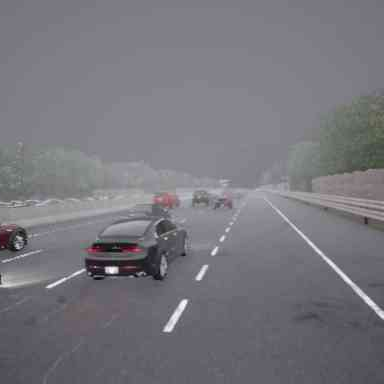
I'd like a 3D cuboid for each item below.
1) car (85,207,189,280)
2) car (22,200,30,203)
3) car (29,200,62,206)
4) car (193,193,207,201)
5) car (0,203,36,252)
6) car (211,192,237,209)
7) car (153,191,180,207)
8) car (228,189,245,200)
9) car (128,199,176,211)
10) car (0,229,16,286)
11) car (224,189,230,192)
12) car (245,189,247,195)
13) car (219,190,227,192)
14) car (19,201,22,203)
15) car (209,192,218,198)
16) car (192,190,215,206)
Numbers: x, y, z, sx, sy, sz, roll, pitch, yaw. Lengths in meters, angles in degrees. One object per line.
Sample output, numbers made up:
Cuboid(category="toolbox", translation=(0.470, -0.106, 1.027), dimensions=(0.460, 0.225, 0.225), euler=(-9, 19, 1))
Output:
Cuboid(category="car", translation=(-1.365, 1.462, 9.825), dimensions=(1.837, 1.490, 4.892), euler=(-2, 1, 10))
Cuboid(category="car", translation=(-23.087, 1.978, 46.295), dimensions=(1.837, 1.490, 4.892), euler=(-2, 0, 10))
Cuboid(category="car", translation=(-19.637, 1.832, 45.719), dimensions=(1.812, 1.442, 4.674), euler=(-2, 0, 11))
Cuboid(category="car", translation=(1.556, 0.994, 64.155), dimensions=(1.994, 1.385, 4.181), euler=(-2, 0, 10))
Cuboid(category="car", translation=(-8.097, 1.530, 11.927), dimensions=(2.097, 1.767, 4.553), euler=(-2, 1, 10))
Cuboid(category="car", translation=(3.534, 1.043, 36.358), dimensions=(1.837, 1.490, 4.892), euler=(-2, 0, 10))
Cuboid(category="car", translation=(-3.018, 0.968, 39.449), dimensions=(2.150, 2.045, 5.566), euler=(-2, 0, 10))
Cuboid(category="car", translation=(8.436, 0.685, 62.896), dimensions=(2.128, 1.511, 4.902), euler=(-2, 0, 10))
Cuboid(category="car", translation=(-2.845, 1.450, 21.069), dimensions=(2.033, 1.411, 5.357), euler=(-2, 1, 10))
Cuboid(category="car", translation=(-5.621, 1.709, 6.030), dimensions=(1.994, 1.385, 4.181), euler=(-2, 1, 10))
Cuboid(category="car", translation=(9.376, 0.284, 87.284), dimensions=(2.150, 2.045, 5.566), euler=(-2, 0, 10))
Cuboid(category="car", translation=(11.725, 0.558, 80.686), dimensions=(1.994, 1.385, 4.181), euler=(-2, 0, 10))
Cuboid(category="car", translation=(4.996, 0.838, 63.526), dimensions=(1.812, 1.442, 4.674), euler=(-2, 0, 10))
Cuboid(category="car", translation=(-18.747, 1.906, 31.473), dimensions=(1.812, 1.442, 4.674), euler=(-2, 0, 11))
Cuboid(category="car", translation=(5.575, 0.752, 85.905), dimensions=(1.994, 1.385, 4.181), euler=(-2, 0, 10))
Cuboid(category="car", translation=(1.400, 0.775, 44.120), dimensions=(2.150, 2.045, 5.566), euler=(-2, 0, 10))
